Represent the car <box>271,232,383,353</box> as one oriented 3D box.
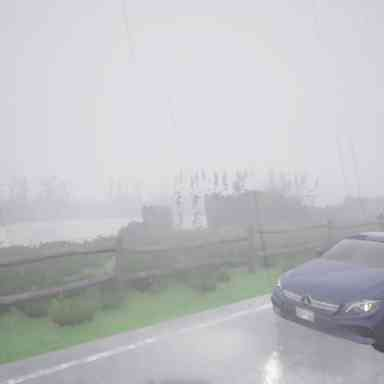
[{"bbox_3d":[3.513,1.520,6.220,4.674,1.442,1.812,0,0,-36],"label":"car"}]
